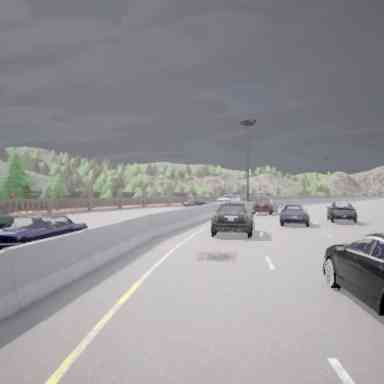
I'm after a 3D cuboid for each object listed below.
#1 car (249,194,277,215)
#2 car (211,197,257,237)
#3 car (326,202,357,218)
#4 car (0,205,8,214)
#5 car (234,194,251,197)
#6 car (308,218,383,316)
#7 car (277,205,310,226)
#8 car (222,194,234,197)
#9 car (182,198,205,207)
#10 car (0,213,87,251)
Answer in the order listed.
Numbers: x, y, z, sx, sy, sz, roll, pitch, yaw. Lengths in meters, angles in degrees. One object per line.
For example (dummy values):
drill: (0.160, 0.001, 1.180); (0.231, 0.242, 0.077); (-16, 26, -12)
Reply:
car: (7.869, 1.432, 35.544); (2.097, 1.767, 4.553); (0, 0, 23)
car: (2.353, 1.374, 18.485); (2.097, 1.767, 4.553); (0, 0, 12)
car: (11.706, 1.554, 26.176); (2.128, 1.511, 4.902); (0, 0, 18)
car: (-9.373, 1.327, 13.506); (2.097, 1.767, 4.553); (0, 0, 8)
car: (9.385, 1.382, 53.480); (2.150, 2.045, 5.566); (0, 0, 33)
car: (4.014, 1.508, 6.267); (2.128, 1.511, 4.902); (0, 0, 4)
car: (7.352, 1.611, 23.956); (1.994, 1.385, 4.181); (0, 0, 16)
car: (5.980, 1.381, 54.640); (2.150, 2.045, 5.566); (0, 0, 33)
car: (0.304, 1.627, 52.000); (2.128, 1.511, 4.902); (0, 0, 30)
car: (-5.996, 1.586, 12.975); (1.895, 1.301, 4.718); (0, 0, 8)
